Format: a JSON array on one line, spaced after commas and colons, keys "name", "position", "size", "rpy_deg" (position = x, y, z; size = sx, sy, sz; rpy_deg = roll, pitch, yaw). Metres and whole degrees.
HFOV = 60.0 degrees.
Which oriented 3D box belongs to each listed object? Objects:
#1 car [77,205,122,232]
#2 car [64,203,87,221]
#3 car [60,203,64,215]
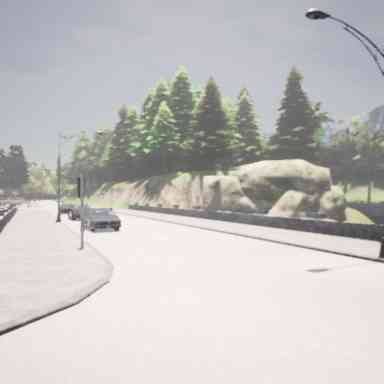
[{"name": "car", "position": [-6.305, 1.837, 22.918], "size": [2.033, 1.411, 5.357], "rpy_deg": [0, -1, -26]}, {"name": "car", "position": [-10.752, 1.900, 32.038], "size": [2.128, 1.511, 4.902], "rpy_deg": [0, -1, -26]}, {"name": "car", "position": [-15.850, 2.091, 42.540], "size": [2.033, 1.411, 5.357], "rpy_deg": [0, -1, -26]}]
